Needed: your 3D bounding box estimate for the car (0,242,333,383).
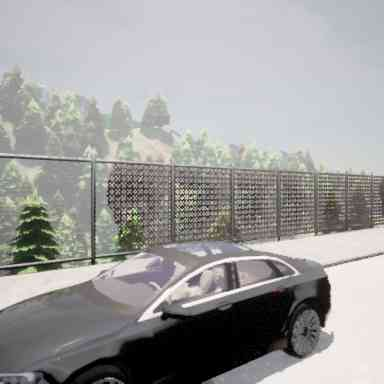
[{"bbox_3d":[-0.112,1.491,4.413,4.902,1.511,2.128,0,0,-36],"label":"car"}]
